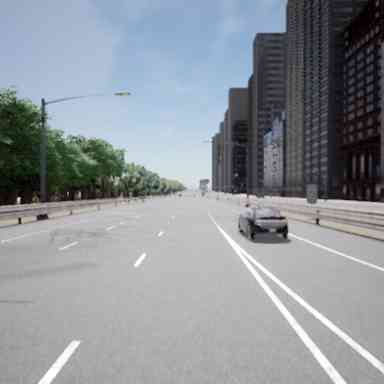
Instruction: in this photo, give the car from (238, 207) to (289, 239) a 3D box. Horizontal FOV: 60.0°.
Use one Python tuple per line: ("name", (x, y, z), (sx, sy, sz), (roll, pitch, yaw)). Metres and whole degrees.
("car", (3.630, 1.553, 17.586), (2.128, 1.511, 4.902), (0, 0, -1))
